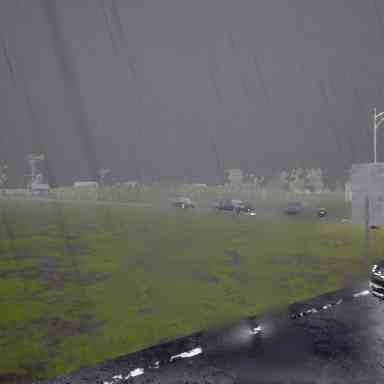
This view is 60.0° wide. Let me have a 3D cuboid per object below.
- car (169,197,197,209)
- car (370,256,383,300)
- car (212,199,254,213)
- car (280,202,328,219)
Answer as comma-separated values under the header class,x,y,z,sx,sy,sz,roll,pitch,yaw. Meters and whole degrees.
class,x,y,z,sx,sy,sz,roll,pitch,yaw
car,-1.336,1.485,45.842,1.837,1.490,4.892,0,0,-37
car,5.756,1.503,7.208,4.892,1.490,1.837,0,0,-36
car,4.545,1.531,37.727,2.033,1.411,5.357,0,0,-35
car,9.902,1.552,29.671,1.994,1.385,4.181,0,0,-33
